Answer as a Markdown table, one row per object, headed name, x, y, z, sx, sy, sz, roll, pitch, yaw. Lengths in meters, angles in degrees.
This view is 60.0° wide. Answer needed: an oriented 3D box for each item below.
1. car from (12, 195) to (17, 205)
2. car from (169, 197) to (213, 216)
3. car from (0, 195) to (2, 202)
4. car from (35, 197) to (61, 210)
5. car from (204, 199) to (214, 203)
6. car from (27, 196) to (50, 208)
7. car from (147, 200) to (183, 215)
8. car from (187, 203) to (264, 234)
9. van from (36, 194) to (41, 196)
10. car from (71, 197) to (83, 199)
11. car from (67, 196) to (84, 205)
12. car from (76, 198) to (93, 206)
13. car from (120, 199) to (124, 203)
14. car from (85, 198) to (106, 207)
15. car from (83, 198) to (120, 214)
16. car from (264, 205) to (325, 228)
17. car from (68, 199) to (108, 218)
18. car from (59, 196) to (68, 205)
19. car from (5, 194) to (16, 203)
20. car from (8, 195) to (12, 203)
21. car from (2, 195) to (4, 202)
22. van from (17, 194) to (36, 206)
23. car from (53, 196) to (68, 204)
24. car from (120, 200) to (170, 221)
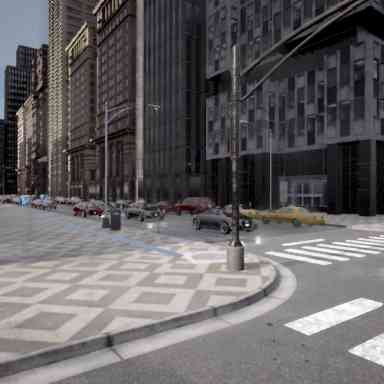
| name | x | y | z | sx | sy | sz | roll | pitch | yaw |
| --- | --- | --- | --- | --- | --- | --- | --- | --- | --- |
| car | -32.478 | 1.706 | 63.310 | 1.752 | 1.417 | 4.829 | 0 | 0 | -35 |
| car | 0.254 | 1.398 | 31.798 | 2.192 | 1.841 | 5.009 | 0 | 0 | -35 |
| car | -45.516 | 1.692 | 81.743 | 1.967 | 1.590 | 4.097 | 0 | 0 | -35 |
| car | -19.636 | 1.697 | 45.154 | 1.802 | 1.307 | 4.206 | 0 | 0 | -35 |
| car | 3.390 | 1.594 | 27.363 | 1.752 | 1.417 | 4.829 | 0 | 0 | -35 |
| car | -22.871 | 1.713 | 49.727 | 1.802 | 1.307 | 4.206 | 0 | 0 | -35 |
| car | -2.981 | 1.644 | 36.371 | 1.887 | 1.381 | 4.507 | 0 | 0 | -35 |
| car | 1.826 | 1.596 | 19.433 | 1.994 | 1.385 | 4.181 | 0 | 0 | -35 |
| van | -38.565 | 1.623 | 86.678 | 1.690 | 1.788 | 3.998 | 0 | 0 | -35 |
| car | -17.526 | 1.655 | 52.328 | 1.837 | 1.490 | 4.892 | 0 | 0 | -35 |
| car | -22.390 | 1.636 | 63.811 | 1.967 | 1.590 | 4.097 | 0 | 0 | -35 |
| car | -19.155 | 1.761 | 59.237 | 1.802 | 1.307 | 4.206 | 0 | 0 | -35 |
| car | -9.451 | 1.681 | 45.517 | 2.008 | 1.369 | 4.403 | 0 | 0 | -35 |
| car | -15.920 | 1.728 | 54.664 | 1.947 | 1.339 | 4.313 | 0 | 0 | -35 |
| car | -9.956 | 1.593 | 36.103 | 1.837 | 1.490 | 4.892 | 0 | 0 | -35 |
| car | 6.625 | 1.579 | 22.790 | 1.752 | 1.417 | 4.829 | 0 | 0 | -35 |
| car | -9.931 | 1.613 | 31.433 | 1.887 | 1.381 | 4.507 | 0 | 0 | -35 |
| car | -23.542 | 1.781 | 60.830 | 1.895 | 1.301 | 4.718 | 0 | 0 | -36 |
| car | -39.047 | 1.531 | 72.596 | 2.192 | 1.841 | 5.009 | 0 | 0 | -35 |
| car | -35.811 | 1.781 | 68.022 | 1.802 | 1.307 | 4.206 | 0 | 0 | -35 |
| car | -42.282 | 1.815 | 77.169 | 1.802 | 1.307 | 4.206 | 0 | 0 | -35 |
| van | -29.341 | 1.506 | 58.876 | 1.690 | 1.788 | 3.998 | 0 | 0 | -35 |
| car | -28.860 | 1.670 | 72.957 | 1.967 | 1.590 | 4.097 | 0 | 0 | -35 |
| car | -3.961 | 1.624 | 27.616 | 1.994 | 1.385 | 4.181 | 0 | 0 | -35 |
